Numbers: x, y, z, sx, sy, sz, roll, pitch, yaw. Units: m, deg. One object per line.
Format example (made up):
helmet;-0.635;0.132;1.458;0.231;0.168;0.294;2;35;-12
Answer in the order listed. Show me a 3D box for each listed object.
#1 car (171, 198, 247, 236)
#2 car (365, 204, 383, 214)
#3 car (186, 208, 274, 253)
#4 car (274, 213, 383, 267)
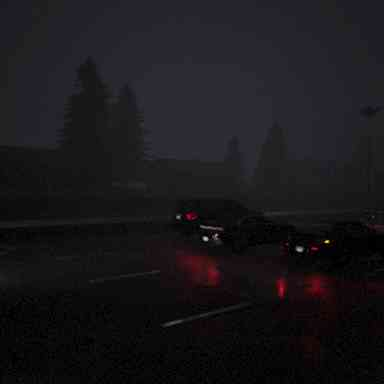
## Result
car;1.517;1.343;17.721;5.566;2.045;2.150;1;0;-35
car;16.802;1.809;28.620;4.902;1.511;2.128;1;0;-35
car;2.495;1.599;14.122;4.902;1.511;2.128;1;0;-35
car;5.258;1.642;11.793;4.674;1.442;1.812;1;0;-36
